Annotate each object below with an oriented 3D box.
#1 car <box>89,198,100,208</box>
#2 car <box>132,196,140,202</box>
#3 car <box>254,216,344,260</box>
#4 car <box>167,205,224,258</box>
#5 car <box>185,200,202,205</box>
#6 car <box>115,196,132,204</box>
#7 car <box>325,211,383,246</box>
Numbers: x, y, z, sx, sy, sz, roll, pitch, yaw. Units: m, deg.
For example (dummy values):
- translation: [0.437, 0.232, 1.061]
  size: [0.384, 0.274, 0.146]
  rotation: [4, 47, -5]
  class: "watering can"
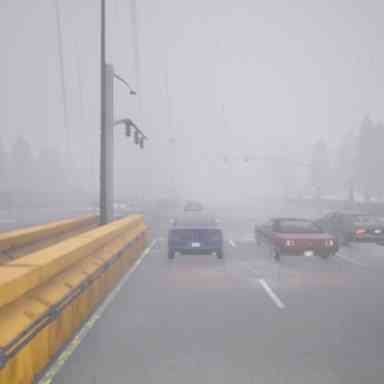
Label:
- translation: [-13.990, 1.564, 49.818]
  size: [1.812, 1.442, 4.674]
  rotation: [0, 0, 0]
  class: "car"
- translation: [-13.866, 1.596, 80.198]
  size: [2.033, 1.411, 5.357]
  rotation: [0, 0, 0]
  class: "car"
- translation: [3.619, 1.611, 12.502]
  size: [1.895, 1.301, 4.718]
  rotation: [0, 0, 0]
  class: "car"
- translation: [0.119, 1.488, 12.846]
  size: [1.882, 1.535, 5.008]
  rotation: [0, 0, 0]
  class: "car"
- translation: [0.159, 1.592, 35.766]
  size: [1.994, 1.385, 4.181]
  rotation: [0, 0, 0]
  class: "car"
- translation: [-13.890, 1.651, 65.953]
  size: [1.895, 1.301, 4.718]
  rotation: [0, 0, 0]
  class: "car"
- translation: [7.124, 1.560, 15.268]
  size: [2.033, 1.411, 5.357]
  rotation: [0, 0, 0]
  class: "car"
